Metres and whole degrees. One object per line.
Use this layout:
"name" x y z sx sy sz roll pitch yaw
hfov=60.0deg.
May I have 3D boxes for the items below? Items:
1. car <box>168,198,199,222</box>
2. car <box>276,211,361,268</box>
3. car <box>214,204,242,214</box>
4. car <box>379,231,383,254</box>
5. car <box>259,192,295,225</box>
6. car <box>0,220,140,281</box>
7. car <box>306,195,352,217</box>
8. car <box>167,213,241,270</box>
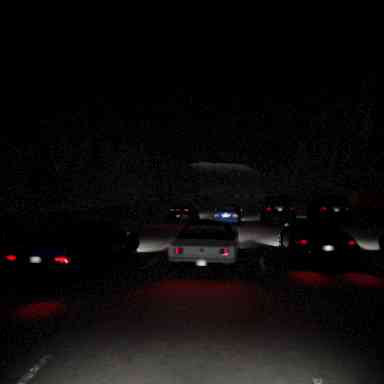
"car" -0.589 1.512 26.201 2.128 1.511 4.902 0 0 9
"car" 4.207 1.573 11.474 1.994 1.385 4.181 0 0 9
"car" 2.575 1.566 23.909 2.033 1.411 5.357 0 0 9
"car" 7.565 1.532 10.365 1.812 1.442 4.674 0 0 9
"car" 6.203 1.241 24.384 2.150 2.045 5.566 0 0 9
"car" -3.134 1.556 9.888 2.033 1.411 5.357 0 0 8
"car" 9.661 1.240 23.849 2.150 2.045 5.566 0 0 9
"car" 0.593 1.609 11.067 1.895 1.301 4.718 0 0 9
